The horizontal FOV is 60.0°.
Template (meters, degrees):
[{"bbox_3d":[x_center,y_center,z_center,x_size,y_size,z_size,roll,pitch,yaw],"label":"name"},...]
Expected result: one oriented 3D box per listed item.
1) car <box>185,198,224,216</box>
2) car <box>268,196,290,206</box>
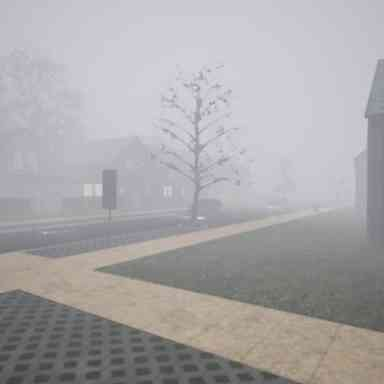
[{"bbox_3d":[1.285,1.336,31.094,1.837,1.490,4.892,1,1,34],"label":"car"},{"bbox_3d":[12.511,1.296,47.718,1.994,1.385,4.181,1,1,34],"label":"car"}]
